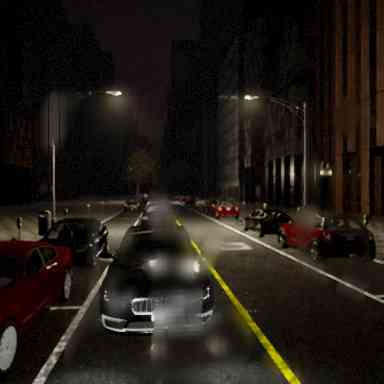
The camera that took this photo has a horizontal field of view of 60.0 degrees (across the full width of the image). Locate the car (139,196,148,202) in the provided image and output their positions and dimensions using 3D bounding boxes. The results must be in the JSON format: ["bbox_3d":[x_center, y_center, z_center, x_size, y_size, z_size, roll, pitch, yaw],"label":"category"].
[{"bbox_3d":[-10.673,1.563,73.182,1.947,1.339,4.313,0,0,-6],"label":"car"}]

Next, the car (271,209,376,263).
[{"bbox_3d":[4.607,1.435,12.036,1.967,1.590,4.097,0,0,-6],"label":"car"}]

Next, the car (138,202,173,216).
[{"bbox_3d":[-2.225,1.559,21.330,1.994,1.385,4.181,0,0,-6],"label":"car"}]

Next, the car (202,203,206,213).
[{"bbox_3d":[2.132,1.559,34.611,1.947,1.339,4.313,0,0,-6],"label":"car"}]

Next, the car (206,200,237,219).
[{"bbox_3d":[2.750,1.433,28.967,1.967,1.590,4.097,0,0,-6],"label":"car"}]

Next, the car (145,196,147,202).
[{"bbox_3d":[-7.580,1.546,44.964,2.008,1.369,4.403,0,0,-6],"label":"car"}]

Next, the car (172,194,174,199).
[{"bbox_3d":[-3.456,1.522,85.575,1.752,1.417,4.829,0,0,-6],"label":"car"}]

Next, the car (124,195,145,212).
[{"bbox_3d":[-6.961,1.435,39.320,1.967,1.590,4.097,0,0,-6],"label":"car"}]

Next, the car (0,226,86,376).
[{"bbox_3d":[-3.248,1.543,5.458,1.887,1.381,4.507,0,0,-6],"label":"car"}]

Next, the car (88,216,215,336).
[{"bbox_3d":[-0.745,1.503,7.054,1.837,1.490,4.892,0,0,-7],"label":"car"}]

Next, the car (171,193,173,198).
[{"bbox_3d":[-4.057,1.580,91.049,1.802,1.307,4.206,0,0,-6],"label":"car"}]

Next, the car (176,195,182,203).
[{"bbox_3d":[-1.581,1.544,68.474,2.008,1.369,4.403,0,0,-6],"label":"car"}]

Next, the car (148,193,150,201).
[{"bbox_3d":[-9.436,1.311,61.895,2.192,1.841,5.009,0,0,-6],"label":"car"}]

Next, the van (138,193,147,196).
[{"bbox_3d":[-8.199,1.336,50.608,1.690,1.788,3.998,0,0,-6],"label":"van"}]

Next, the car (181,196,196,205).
[{"bbox_3d":[-0.344,1.575,57.187,1.802,1.307,4.206,0,0,-6],"label":"car"}]

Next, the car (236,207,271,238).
[{"bbox_3d":[3.988,1.560,17.680,1.947,1.339,4.313,0,0,-6],"label":"car"}]

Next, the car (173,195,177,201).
[{"bbox_3d":[-2.819,1.577,79.762,1.802,1.307,4.206,0,0,-6],"label":"car"}]

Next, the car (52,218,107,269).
[{"bbox_3d":[-3.867,1.563,11.102,1.947,1.339,4.313,0,0,-6],"label":"car"}]
